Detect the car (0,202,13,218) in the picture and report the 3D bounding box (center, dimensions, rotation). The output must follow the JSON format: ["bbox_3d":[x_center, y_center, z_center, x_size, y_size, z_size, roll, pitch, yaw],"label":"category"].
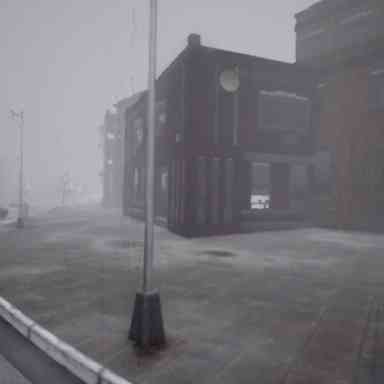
[{"bbox_3d":[-17.744,1.765,29.493,1.895,1.301,4.718,1,-1,-17],"label":"car"}]

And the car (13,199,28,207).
[{"bbox_3d":[-29.165,1.877,56.200,2.033,1.411,5.357,1,-1,-15],"label":"car"}]
